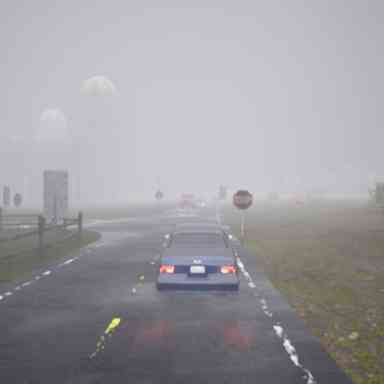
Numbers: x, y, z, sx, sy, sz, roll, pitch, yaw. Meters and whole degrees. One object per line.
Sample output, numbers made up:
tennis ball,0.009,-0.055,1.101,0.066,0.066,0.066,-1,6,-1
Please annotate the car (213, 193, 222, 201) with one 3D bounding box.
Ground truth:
car,6.275,1.241,80.922,2.097,1.767,4.553,0,0,7

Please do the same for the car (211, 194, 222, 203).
car,5.066,1.489,70.989,2.128,1.511,4.902,0,0,7

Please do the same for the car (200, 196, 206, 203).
car,1.697,1.539,66.144,1.994,1.385,4.181,0,0,7

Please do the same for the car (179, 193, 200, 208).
car,-0.512,1.216,47.096,2.150,2.045,5.566,0,0,6

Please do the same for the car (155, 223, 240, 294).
car,0.176,1.550,8.947,2.033,1.411,5.357,0,0,2
